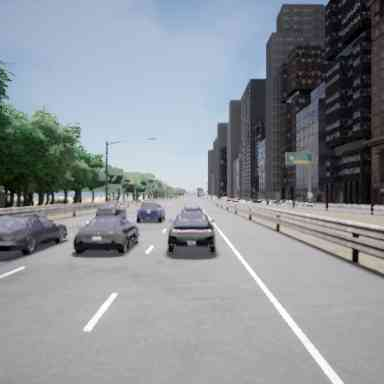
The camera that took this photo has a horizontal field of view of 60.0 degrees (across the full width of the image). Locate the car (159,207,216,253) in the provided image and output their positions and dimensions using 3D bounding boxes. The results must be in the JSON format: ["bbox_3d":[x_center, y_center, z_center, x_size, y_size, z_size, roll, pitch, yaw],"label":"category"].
[{"bbox_3d":[-0.004,1.630,14.295,2.128,1.511,4.902,0,0,0],"label":"car"}]

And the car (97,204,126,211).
[{"bbox_3d":[-7.010,1.788,29.294,2.128,1.511,4.902,0,-1,0],"label":"car"}]

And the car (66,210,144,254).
[{"bbox_3d":[-3.505,1.702,14.264,1.994,1.385,4.181,0,-1,0],"label":"car"}]

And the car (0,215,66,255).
[{"bbox_3d":[-7.006,1.682,13.981,2.033,1.411,5.357,0,-1,0],"label":"car"}]

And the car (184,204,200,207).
[{"bbox_3d":[-0.009,1.788,29.298,2.128,1.511,4.902,0,-1,0],"label":"car"}]

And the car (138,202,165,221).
[{"bbox_3d":[-3.511,1.643,29.069,2.097,1.767,4.553,0,-1,0],"label":"car"}]
